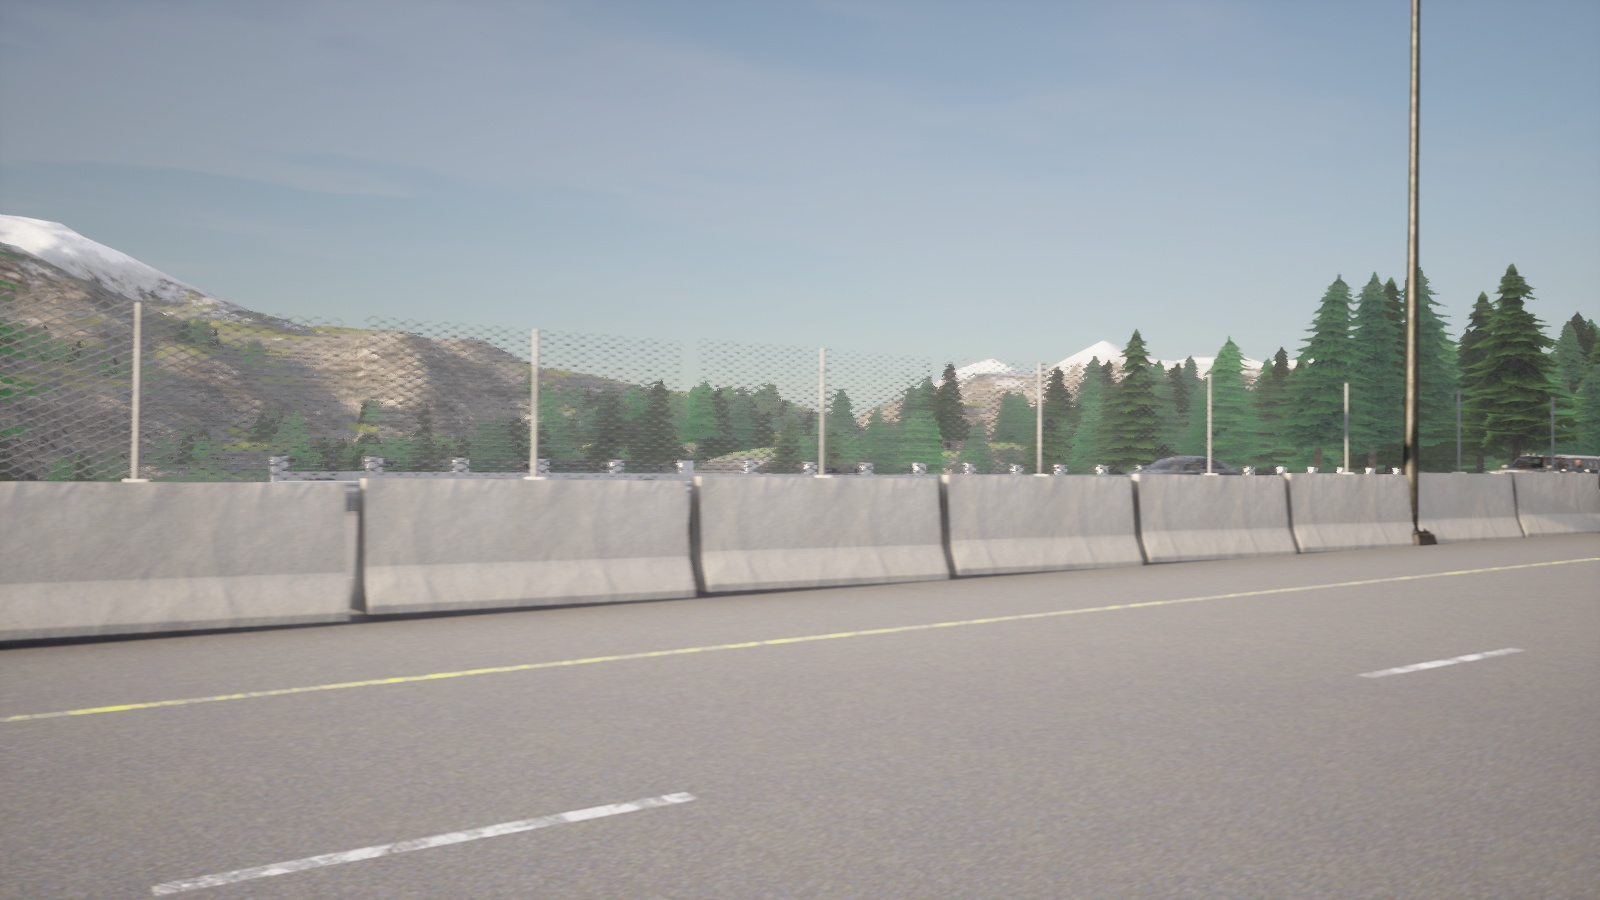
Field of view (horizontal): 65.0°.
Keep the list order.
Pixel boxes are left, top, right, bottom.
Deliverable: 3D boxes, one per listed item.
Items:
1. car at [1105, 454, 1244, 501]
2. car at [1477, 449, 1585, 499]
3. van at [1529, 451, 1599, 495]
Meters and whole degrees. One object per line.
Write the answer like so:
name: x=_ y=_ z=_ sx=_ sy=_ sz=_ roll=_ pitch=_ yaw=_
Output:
car: x=12.676 y=0.900 z=42.331 sx=4.892 sy=1.490 sz=1.837 roll=1 pitch=-1 yaw=-35
car: x=28.660 y=0.934 z=49.182 sx=4.605 sy=1.855 sz=1.932 roll=1 pitch=-1 yaw=-35
van: x=36.019 y=1.077 z=58.577 sx=4.442 sy=1.987 sz=1.775 roll=1 pitch=-1 yaw=-35
